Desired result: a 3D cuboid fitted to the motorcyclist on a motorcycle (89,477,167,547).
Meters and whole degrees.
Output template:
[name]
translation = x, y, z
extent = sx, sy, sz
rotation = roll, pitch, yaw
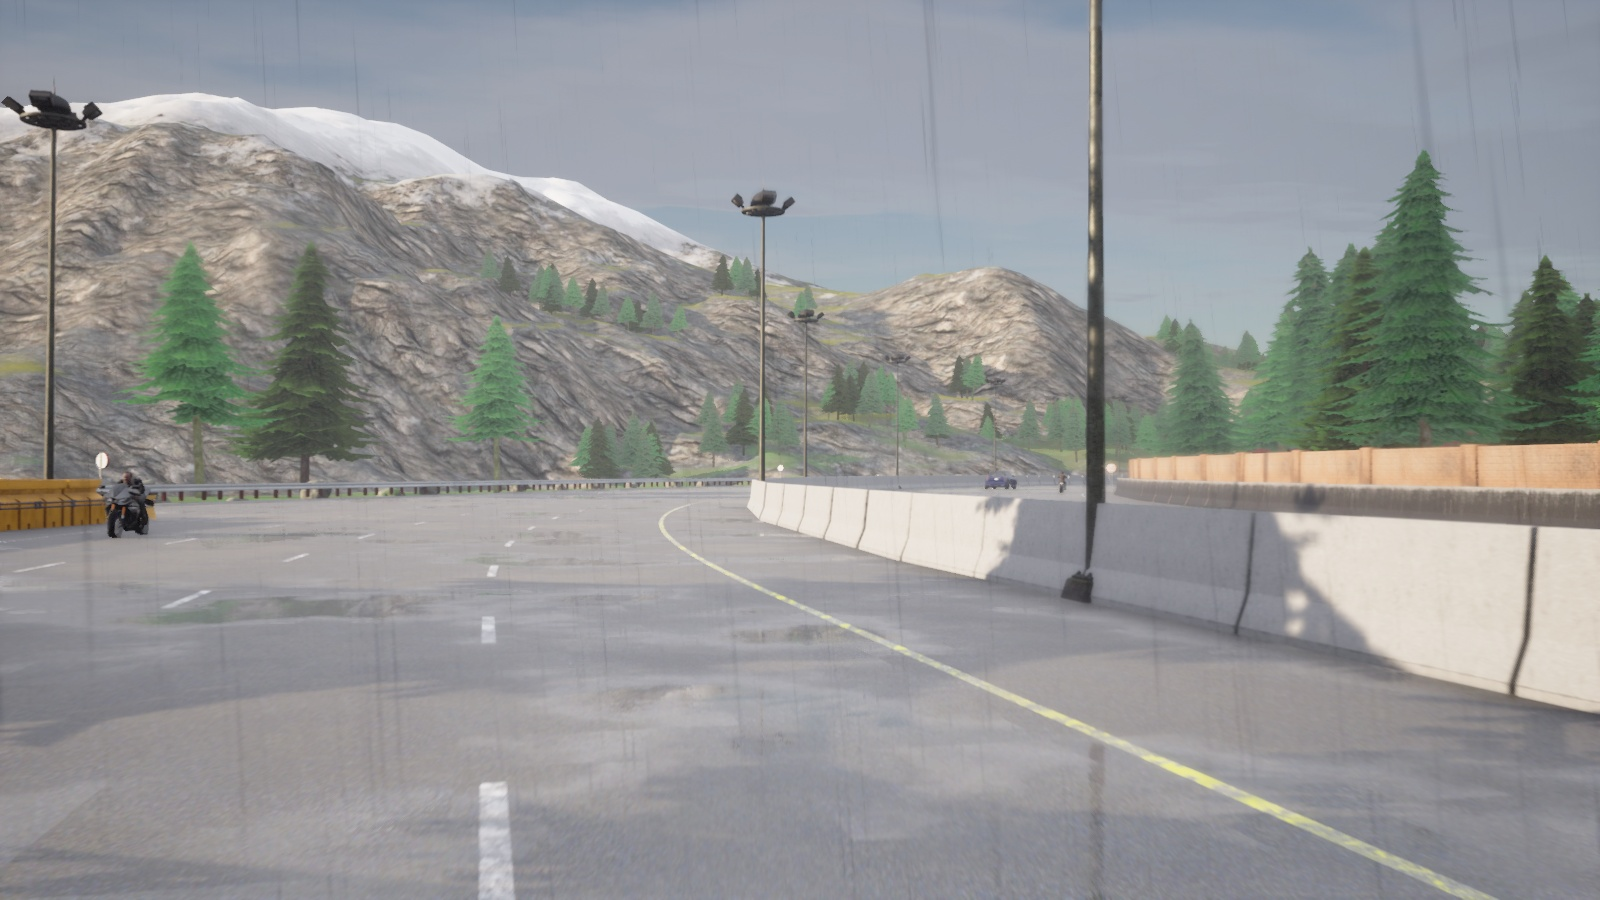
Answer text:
[motorcyclist on a motorcycle]
translation = -15.307, 1.390, 28.680
extent = 0.866, 1.530, 2.191
rotation = 0, -1, -8
